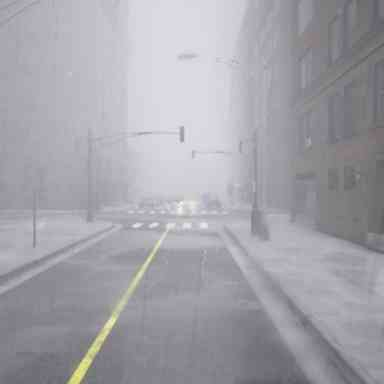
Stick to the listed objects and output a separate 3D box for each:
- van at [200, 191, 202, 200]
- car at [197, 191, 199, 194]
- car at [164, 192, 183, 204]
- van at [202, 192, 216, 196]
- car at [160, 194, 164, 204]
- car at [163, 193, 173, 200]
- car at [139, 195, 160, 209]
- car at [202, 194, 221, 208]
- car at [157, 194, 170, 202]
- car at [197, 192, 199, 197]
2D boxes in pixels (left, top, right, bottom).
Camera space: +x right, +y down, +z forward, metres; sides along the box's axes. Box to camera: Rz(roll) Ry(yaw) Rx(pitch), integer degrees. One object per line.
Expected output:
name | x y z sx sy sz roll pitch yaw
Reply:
van | 2.646 0.913 57.878 1.690 1.788 3.998 0 0 0
car | 2.650 0.919 80.778 1.752 1.417 4.829 0 0 0
car | -2.807 1.144 51.728 1.812 1.442 4.674 0 0 0
van | 2.644 0.999 46.513 1.690 1.788 3.998 0 0 0
car | -5.381 1.240 46.516 1.802 1.307 4.206 0 0 0
car | -5.376 1.005 74.927 1.947 1.339 4.313 0 0 0
car | -5.382 1.266 40.834 1.947 1.339 4.313 0 0 0
car | 2.644 1.252 40.833 2.008 1.369 4.403 0 0 0
car | -5.378 1.078 63.562 2.008 1.369 4.403 0 0 0
car | 2.649 1.021 74.926 1.802 1.307 4.206 0 0 0
